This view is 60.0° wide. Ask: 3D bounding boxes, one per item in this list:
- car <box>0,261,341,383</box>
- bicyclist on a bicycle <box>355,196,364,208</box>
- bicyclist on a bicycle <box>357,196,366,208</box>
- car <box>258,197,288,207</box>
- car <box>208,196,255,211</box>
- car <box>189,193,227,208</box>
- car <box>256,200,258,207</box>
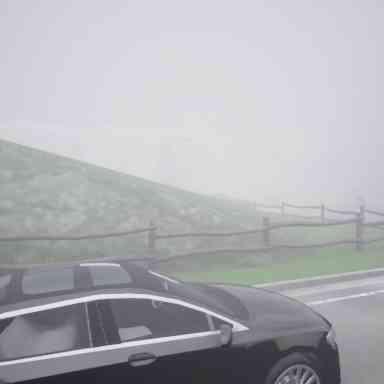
[{"bbox_3d":[-0.763,1.492,3.273,4.902,1.511,2.128,0,0,-24],"label":"car"},{"bbox_3d":[22.271,1.301,44.213,1.656,1.620,0.582,0,0,-44],"label":"bicyclist on a bicycle"},{"bbox_3d":[22.582,1.301,43.894,1.656,1.620,0.582,0,0,-44],"label":"bicyclist on a bicycle"},{"bbox_3d":[11.338,1.477,48.215,5.008,1.535,1.882,0,-1,35],"label":"car"},{"bbox_3d":[4.779,1.504,39.917,4.892,1.490,1.837,0,0,35],"label":"car"},{"bbox_3d":[2.385,1.213,45.679,5.566,2.045,2.150,-1,-1,26],"label":"car"},{"bbox_3d":[6.298,1.477,47.350,5.008,1.535,1.882,0,-1,33],"label":"car"}]
